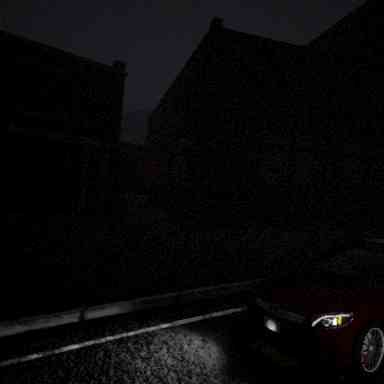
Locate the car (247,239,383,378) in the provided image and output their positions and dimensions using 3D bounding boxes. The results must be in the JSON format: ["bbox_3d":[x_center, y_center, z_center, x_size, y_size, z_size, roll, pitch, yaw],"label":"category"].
[{"bbox_3d":[3.104,1.544,5.499,4.674,1.442,1.812,2,-1,-28],"label":"car"}]
